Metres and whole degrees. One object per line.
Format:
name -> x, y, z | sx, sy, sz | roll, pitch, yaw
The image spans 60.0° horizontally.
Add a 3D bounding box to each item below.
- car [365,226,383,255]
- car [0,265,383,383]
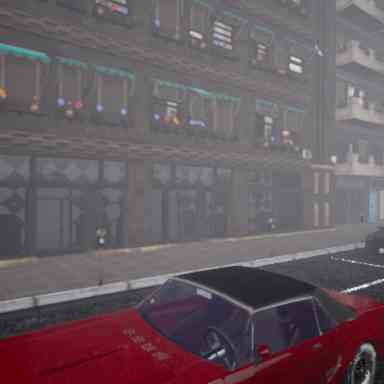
car -> 8.247, 1.621, 12.422 | 4.313, 1.339, 1.947 | 0, 0, -35
car -> 0.232, 1.609, 3.543 | 4.718, 1.301, 1.895 | 0, 0, -35
